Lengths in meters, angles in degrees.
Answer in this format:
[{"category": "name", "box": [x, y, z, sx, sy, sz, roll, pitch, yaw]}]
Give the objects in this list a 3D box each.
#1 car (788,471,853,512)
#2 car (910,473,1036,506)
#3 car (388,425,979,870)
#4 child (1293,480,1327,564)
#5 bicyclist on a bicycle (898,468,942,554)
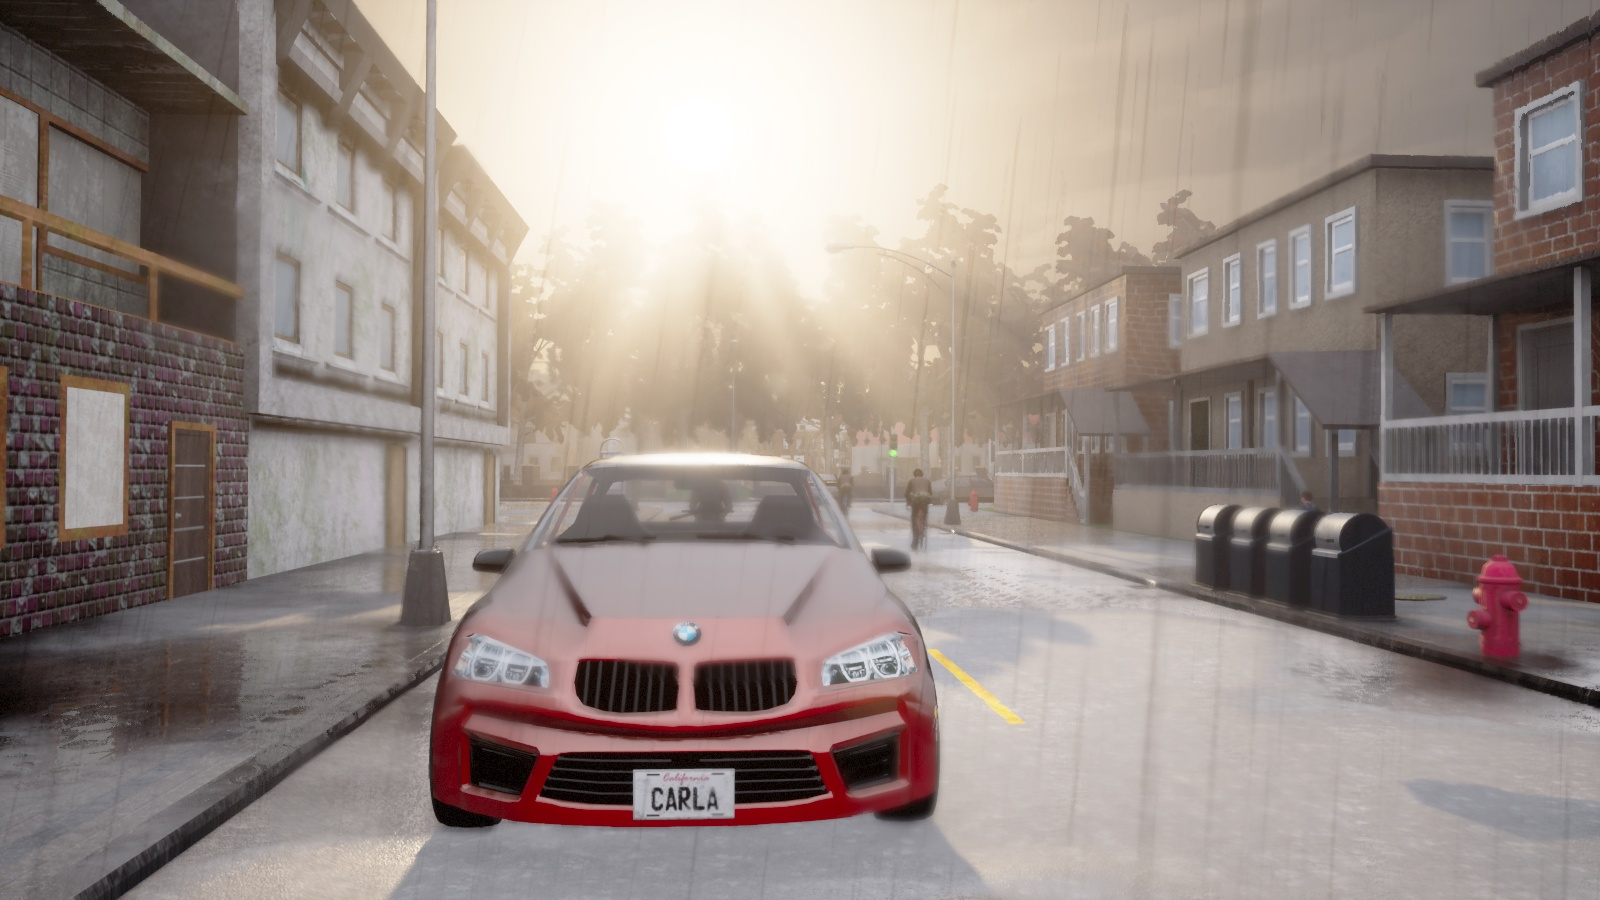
[{"category": "car", "box": [0.755, 1.599, 49.644, 2.128, 1.511, 4.902, 0, -1, -4]}, {"category": "car", "box": [7.876, 1.792, 57.372, 5.357, 1.411, 2.033, 0, -1, -6]}, {"category": "car", "box": [-0.578, 0.780, 7.099, 2.242, 1.667, 4.611, 0, -1, -4]}, {"category": "child", "box": [7.815, 1.096, 19.258, 0.270, 1.263, 0.437, 0, -1, -11]}, {"category": "bicyclist on a bicycle", "box": [2.336, 1.170, 24.585, 0.582, 1.620, 1.656, 0, -1, -4]}]
